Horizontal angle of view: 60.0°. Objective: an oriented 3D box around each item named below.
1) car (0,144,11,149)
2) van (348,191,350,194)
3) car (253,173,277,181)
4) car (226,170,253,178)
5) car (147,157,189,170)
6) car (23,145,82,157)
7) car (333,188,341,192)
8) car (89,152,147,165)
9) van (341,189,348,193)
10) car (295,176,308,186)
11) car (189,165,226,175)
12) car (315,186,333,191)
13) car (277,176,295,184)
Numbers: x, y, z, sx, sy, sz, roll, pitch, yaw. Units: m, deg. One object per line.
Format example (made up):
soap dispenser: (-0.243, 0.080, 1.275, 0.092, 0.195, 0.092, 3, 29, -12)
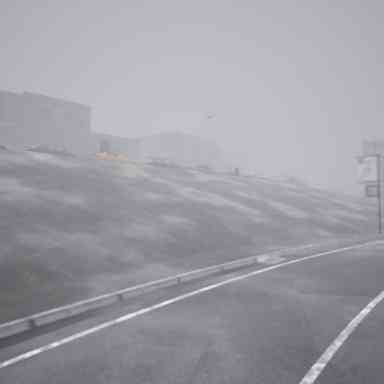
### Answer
car: (-15.816, -3.398, 24.141, 4.892, 1.521, 2.231, 3, -4, -37)
van: (34.615, 0.720, 75.525, 1.878, 1.987, 4.442, -1, -6, 37)
car: (9.135, -1.751, 46.084, 4.892, 1.521, 2.231, 4, -4, -44)
car: (5.265, -1.991, 42.295, 4.674, 1.452, 2.002, 4, -4, -43)
car: (-3.002, -2.722, 34.702, 4.553, 1.767, 2.185, 4, -4, -41)
car: (-11.464, -3.098, 27.570, 4.674, 1.452, 2.002, 3, -4, -38)
car: (27.710, 0.085, 66.715, 2.002, 1.452, 4.674, -2, -5, 39)
car: (-7.186, -2.869, 31.096, 5.008, 1.535, 2.097, 4, -4, -39)
van: (31.264, 0.262, 71.139, 1.878, 1.987, 4.442, -2, -5, 39)
car: (16.913, -1.353, 54.201, 2.435, 2.045, 5.566, -2, -5, 43)
car: (1.244, -2.281, 38.525, 4.792, 1.488, 2.163, 4, -4, -42)
car: (24.181, -0.323, 62.460, 2.002, 1.452, 4.674, -2, -5, 41)
car: (13.070, -1.564, 50.117, 2.185, 1.767, 4.553, -2, -5, 44)
